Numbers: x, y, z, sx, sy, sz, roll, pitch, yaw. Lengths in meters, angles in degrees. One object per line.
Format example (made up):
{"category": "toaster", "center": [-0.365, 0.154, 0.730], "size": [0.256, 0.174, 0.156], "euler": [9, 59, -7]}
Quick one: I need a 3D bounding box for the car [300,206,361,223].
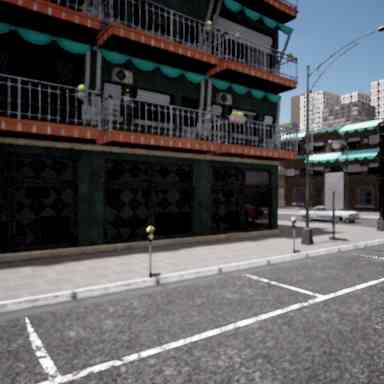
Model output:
{"category": "car", "center": [11.712, 1.869, 28.313], "size": [1.895, 1.301, 4.718], "euler": [0, -1, -36]}
